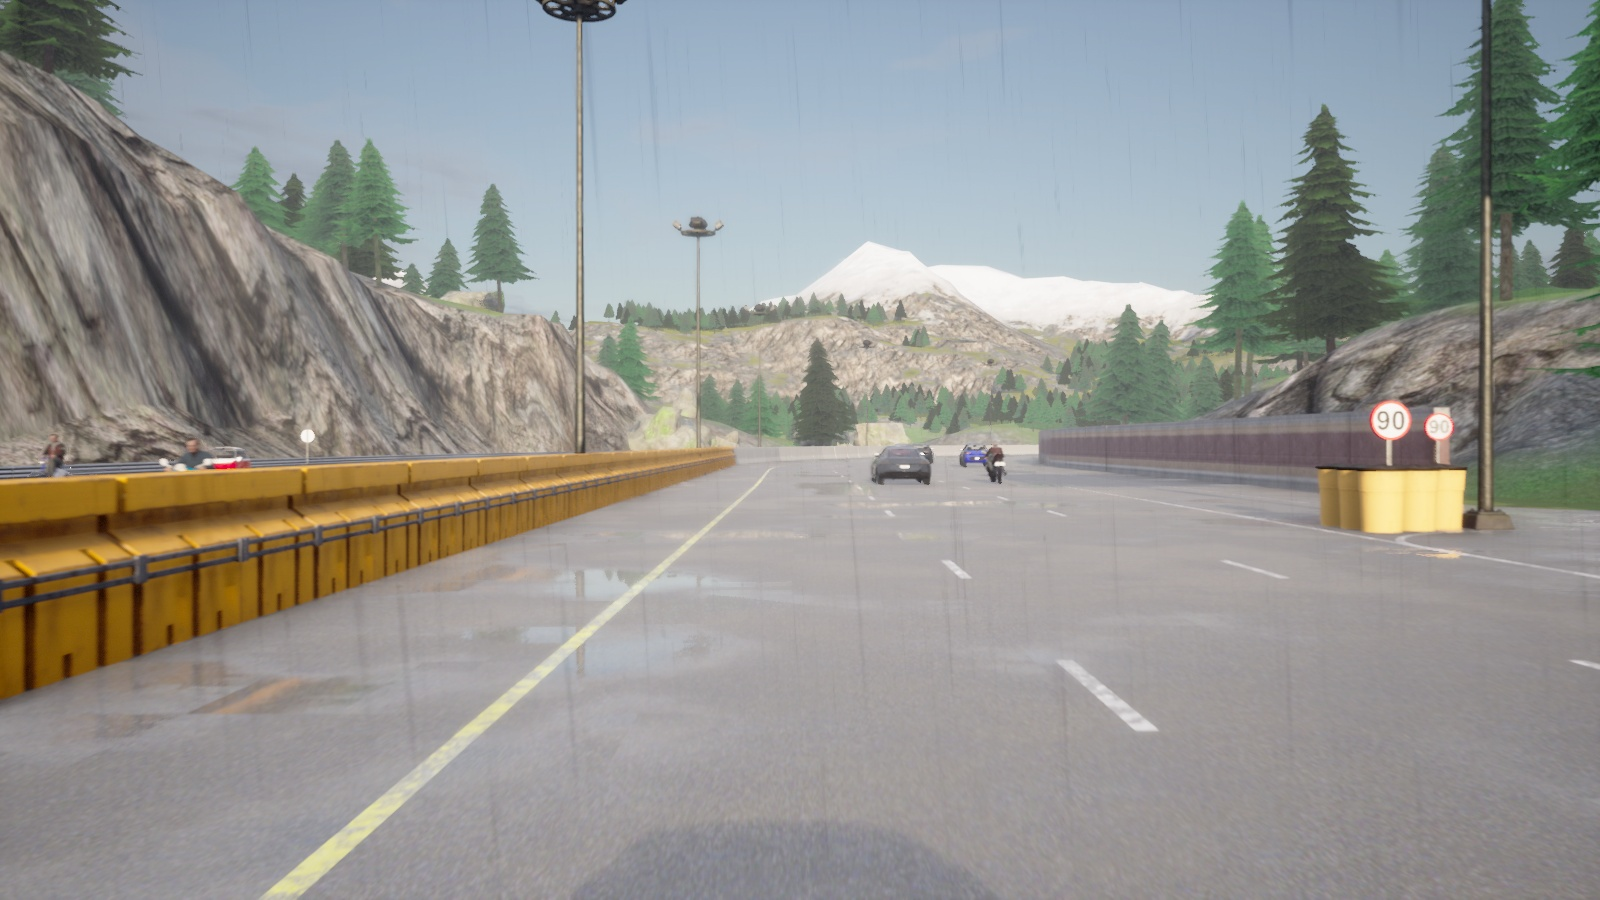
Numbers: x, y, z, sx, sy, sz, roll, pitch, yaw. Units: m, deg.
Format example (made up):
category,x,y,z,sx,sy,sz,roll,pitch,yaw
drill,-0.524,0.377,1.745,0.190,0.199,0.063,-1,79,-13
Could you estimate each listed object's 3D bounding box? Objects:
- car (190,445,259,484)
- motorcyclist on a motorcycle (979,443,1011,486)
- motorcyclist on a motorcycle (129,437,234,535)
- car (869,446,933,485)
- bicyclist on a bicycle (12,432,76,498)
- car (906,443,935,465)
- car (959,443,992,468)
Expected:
category,x,y,z,sx,sy,sz,roll,pitch,yaw
car,-20.797,0.528,45.433,1.481,1.376,2.207,0,0,0
motorcyclist on a motorcycle,7.209,0.525,46.508,0.866,1.530,2.191,0,0,0
motorcyclist on a motorcycle,-10.381,0.572,21.158,0.866,1.590,1.817,0,0,0
car,3.699,0.551,46.600,1.994,1.385,4.181,0,0,0
bicyclist on a bicycle,-20.817,0.405,34.609,0.659,1.776,1.843,0,0,0
car,8.535,0.269,88.409,1.816,1.474,4.193,0,0,8
car,10.927,0.327,78.448,1.816,1.474,4.193,0,0,4
